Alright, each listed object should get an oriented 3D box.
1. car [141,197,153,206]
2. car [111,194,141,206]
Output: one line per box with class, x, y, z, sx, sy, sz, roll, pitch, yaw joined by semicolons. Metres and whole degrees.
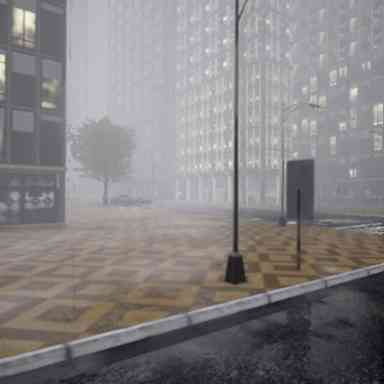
car;-7.634;1.321;49.499;1.895;1.301;4.718;1;0;-36
car;-9.573;1.055;46.656;2.097;1.767;4.553;1;0;-36
